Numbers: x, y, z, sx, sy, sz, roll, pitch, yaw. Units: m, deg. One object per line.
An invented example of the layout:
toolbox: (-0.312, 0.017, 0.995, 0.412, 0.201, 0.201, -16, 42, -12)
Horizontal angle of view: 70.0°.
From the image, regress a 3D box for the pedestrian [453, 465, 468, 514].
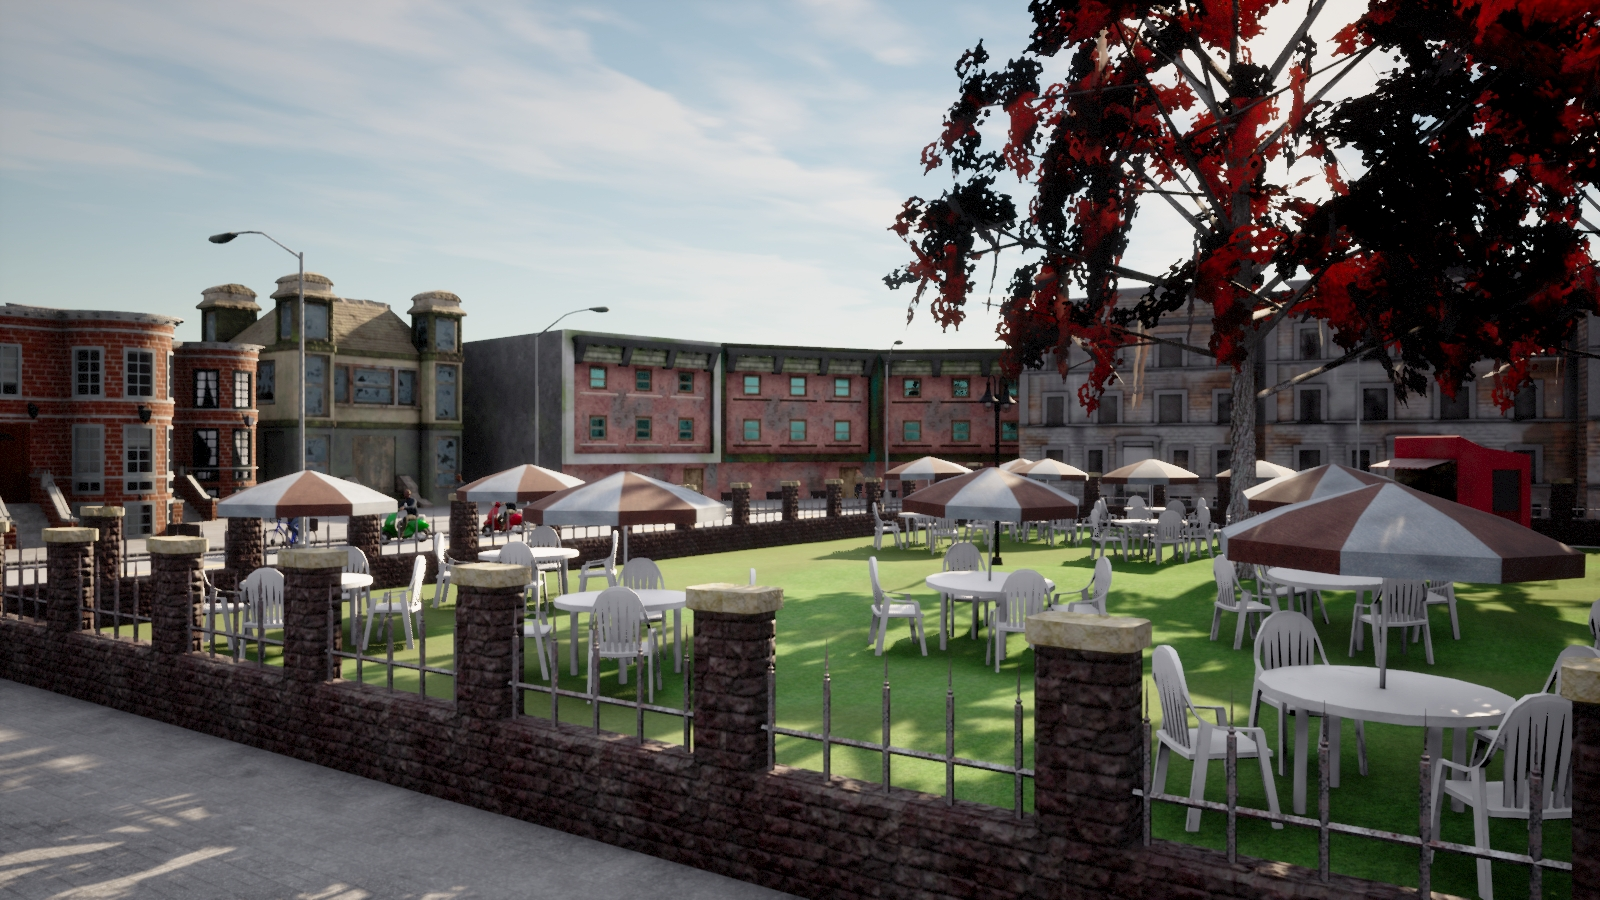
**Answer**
pedestrian: (-12.975, 1.516, 43.641, 0.375, 1.860, 0.375, 0, 0, 32)

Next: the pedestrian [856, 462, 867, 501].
pedestrian: (2.974, 1.514, 55.492, 0.375, 1.860, 0.375, 0, 0, -37)

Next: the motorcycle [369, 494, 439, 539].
motorcycle: (-11.759, 1.950, 33.969, 0.856, 1.236, 1.805, 0, 0, 35)
